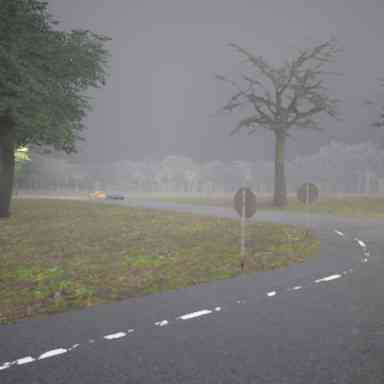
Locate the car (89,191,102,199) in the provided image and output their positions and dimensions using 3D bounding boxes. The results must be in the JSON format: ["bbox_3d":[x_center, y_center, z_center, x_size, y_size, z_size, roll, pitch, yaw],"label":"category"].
[{"bbox_3d":[-17.229,0.519,60.800,1.882,1.535,5.008,2,-1,-36],"label":"car"}]

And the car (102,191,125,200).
[{"bbox_3d":[-12.655,0.636,54.512,1.994,1.385,4.181,2,-1,-35],"label":"car"}]
